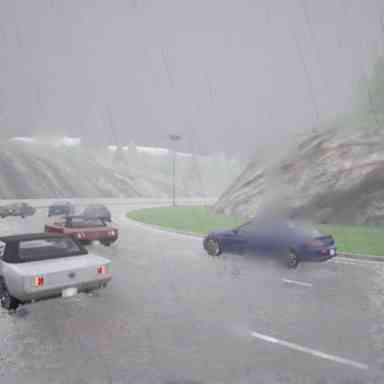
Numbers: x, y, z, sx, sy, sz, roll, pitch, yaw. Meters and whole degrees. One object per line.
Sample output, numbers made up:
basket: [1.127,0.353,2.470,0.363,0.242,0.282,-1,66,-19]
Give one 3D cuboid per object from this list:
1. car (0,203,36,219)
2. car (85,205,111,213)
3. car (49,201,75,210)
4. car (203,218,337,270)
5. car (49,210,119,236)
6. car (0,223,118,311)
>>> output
car: [-16.212,1.690,31.211,2.033,1.411,5.357,0,0,-12]
car: [-7.877,1.722,27.543,1.994,1.385,4.181,0,0,-20]
car: [-13.020,1.652,33.512,1.882,1.535,5.008,0,0,-11]
car: [2.495,1.622,11.470,4.674,1.442,1.812,0,0,43]
car: [-5.068,1.682,14.718,1.895,1.301,4.718,1,0,-37]
car: [-3.899,1.641,7.989,1.895,1.301,4.718,1,-1,-44]
